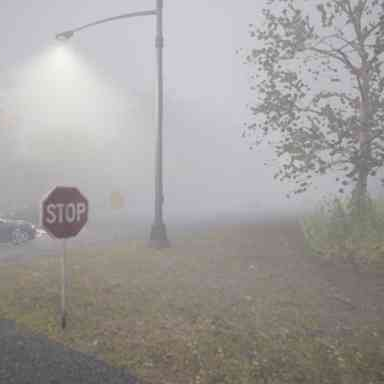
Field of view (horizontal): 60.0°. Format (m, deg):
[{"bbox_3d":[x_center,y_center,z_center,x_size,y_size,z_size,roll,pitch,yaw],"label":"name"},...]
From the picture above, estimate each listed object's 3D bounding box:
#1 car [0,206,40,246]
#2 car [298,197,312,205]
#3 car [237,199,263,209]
[{"bbox_3d":[-8.754,1.509,13.240,2.128,1.511,4.902,0,-1,36],"label":"car"},{"bbox_3d":[24.211,1.851,70.749,1.882,1.535,5.008,0,0,36],"label":"car"},{"bbox_3d":[8.754,1.810,49.402,2.033,1.411,5.357,0,0,36],"label":"car"}]
